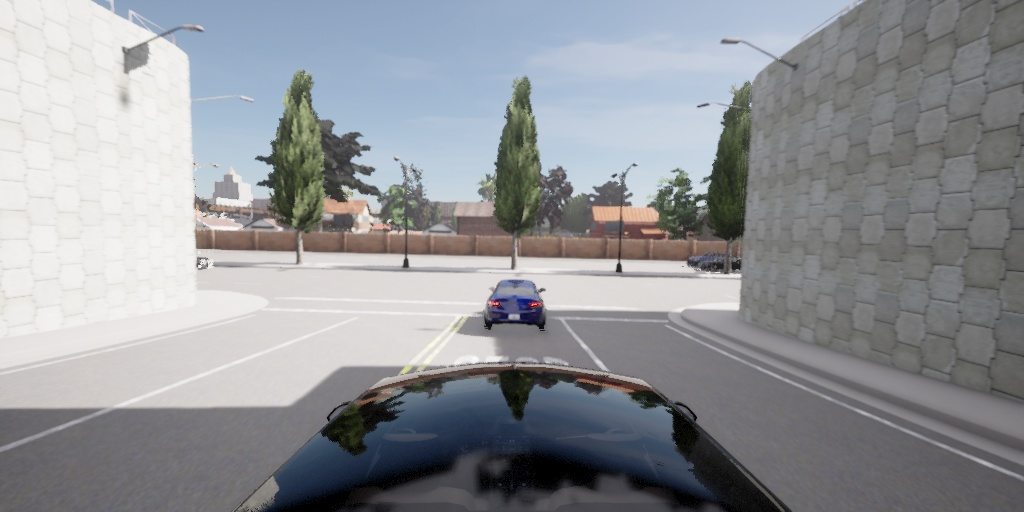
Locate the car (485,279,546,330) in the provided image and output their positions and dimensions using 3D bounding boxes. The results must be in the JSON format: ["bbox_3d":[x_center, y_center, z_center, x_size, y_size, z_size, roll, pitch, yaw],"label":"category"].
[{"bbox_3d":[0.169,1.500,12.150,1.812,1.442,4.674,1,0,3],"label":"car"}]

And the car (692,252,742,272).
[{"bbox_3d":[19.645,0.735,33.044,4.674,1.442,1.812,1,4,0],"label":"car"}]

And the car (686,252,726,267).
[{"bbox_3d":[20.322,0.342,36.524,4.553,1.767,2.097,1,4,0],"label":"car"}]

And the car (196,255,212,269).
[{"bbox_3d":[-23.602,0.224,24.748,4.892,1.490,1.837,1,4,0],"label":"car"}]
